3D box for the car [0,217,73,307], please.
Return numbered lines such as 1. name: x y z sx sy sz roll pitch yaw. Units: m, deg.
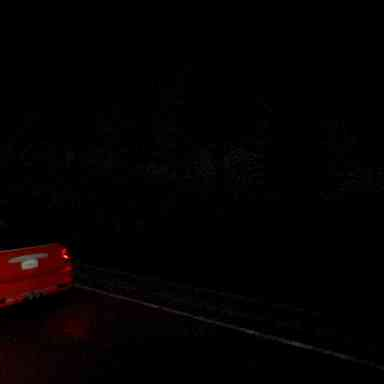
1. car: -4.717 1.352 7.358 4.553 1.767 2.097 0 0 35
